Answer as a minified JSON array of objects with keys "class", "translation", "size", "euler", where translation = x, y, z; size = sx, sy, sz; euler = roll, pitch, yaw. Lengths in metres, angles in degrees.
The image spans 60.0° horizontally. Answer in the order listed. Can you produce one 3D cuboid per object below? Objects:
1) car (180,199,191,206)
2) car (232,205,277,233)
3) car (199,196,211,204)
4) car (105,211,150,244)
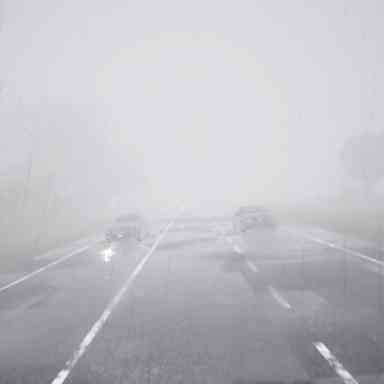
[{"class":"car","translation":[-1.325,2.205,71.510],"size":[2.128,1.511,4.902],"euler":[-4,0,7]},{"class":"car","translation":[3.478,1.480,19.298],"size":[2.033,1.411,5.357],"euler":[-4,0,0]},{"class":"car","translation":[3.377,1.803,80.377],"size":[2.097,1.767,4.553],"euler":[-4,0,0]},{"class":"car","translation":[-3.504,1.896,18.591],"size":[1.837,1.490,4.892],"euler":[-4,0,0]}]
